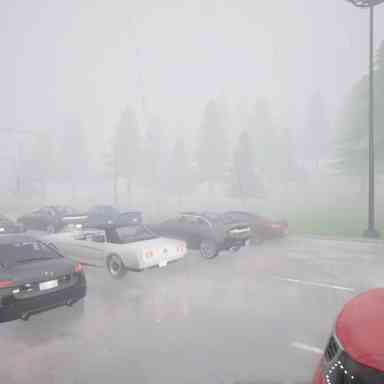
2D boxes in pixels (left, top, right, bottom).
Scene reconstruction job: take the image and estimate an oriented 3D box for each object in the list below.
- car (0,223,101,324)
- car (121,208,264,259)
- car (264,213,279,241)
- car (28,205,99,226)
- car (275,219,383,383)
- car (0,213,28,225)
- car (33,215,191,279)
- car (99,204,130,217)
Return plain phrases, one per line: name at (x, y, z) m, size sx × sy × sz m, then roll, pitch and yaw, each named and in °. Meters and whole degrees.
car at (-4.097, 1.564, 6.871) m, size 4.181 × 1.385 × 1.994 m, roll 0°, pitch 0°, yaw 35°
car at (-0.092, 1.491, 12.624) m, size 4.902 × 1.511 × 2.128 m, roll 0°, pitch 0°, yaw 36°
car at (2.113, 1.526, 15.349) m, size 4.674 × 1.442 × 1.812 m, roll 0°, pitch 0°, yaw 36°
car at (-7.620, 1.492, 18.008) m, size 4.902 × 1.511 × 2.128 m, roll 0°, pitch 0°, yaw 36°
car at (3.443, 1.221, 1.423) m, size 5.566 × 2.045 × 2.150 m, roll 0°, pitch 0°, yaw 37°
car at (-9.693, 1.564, 15.187) m, size 4.181 × 1.385 × 1.994 m, roll 0°, pitch 0°, yaw 36°
car at (-2.568, 1.601, 10.090) m, size 4.718 × 1.301 × 1.895 m, roll 0°, pitch 0°, yaw 36°
car at (-5.292, 1.478, 20.649) m, size 5.008 × 1.535 × 1.882 m, roll 0°, pitch 0°, yaw 36°
